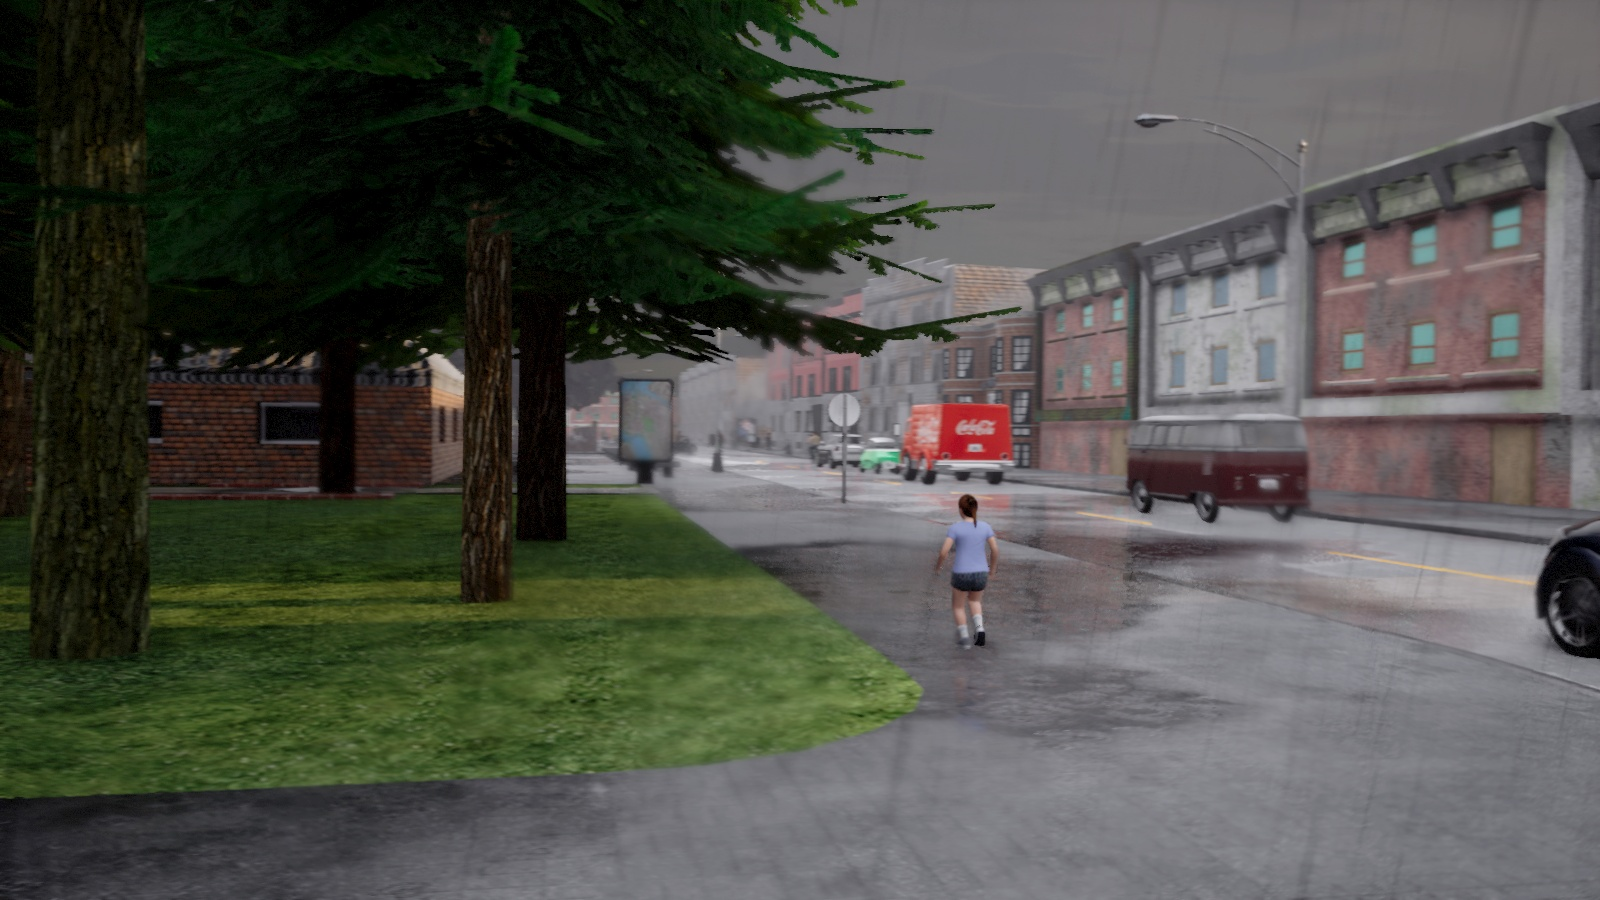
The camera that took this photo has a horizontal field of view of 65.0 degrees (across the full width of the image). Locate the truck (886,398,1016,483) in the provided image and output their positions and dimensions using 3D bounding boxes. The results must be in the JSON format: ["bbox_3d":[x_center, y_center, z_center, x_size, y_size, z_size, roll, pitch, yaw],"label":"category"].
[{"bbox_3d":[4.672,-0.309,39.806,2.627,2.467,5.204,-1,1,-11],"label":"truck"}]

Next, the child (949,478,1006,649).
[{"bbox_3d":[1.198,0.754,8.513,0.255,1.110,0.394,-1,1,-11],"label":"child"}]

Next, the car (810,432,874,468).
[{"bbox_3d":[1.784,-0.032,54.845,1.970,1.475,3.806,-1,1,-11],"label":"car"}]

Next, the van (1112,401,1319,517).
[{"bbox_3d":[7.736,0.123,23.875,1.775,1.987,4.442,-1,1,-11],"label":"van"}]

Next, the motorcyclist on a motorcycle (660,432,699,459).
[{"bbox_3d":[-7.554,-0.278,78.925,2.350,1.649,0.766,-1,0,-39],"label":"motorcyclist on a motorcycle"}]

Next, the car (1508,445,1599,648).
[{"bbox_3d":[6.627,0.678,7.620,1.994,1.385,4.181,-1,1,-6],"label":"car"}]

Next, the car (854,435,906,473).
[{"bbox_3d":[3.062,0.136,48.234,1.481,1.376,2.207,-1,1,-11],"label":"car"}]
